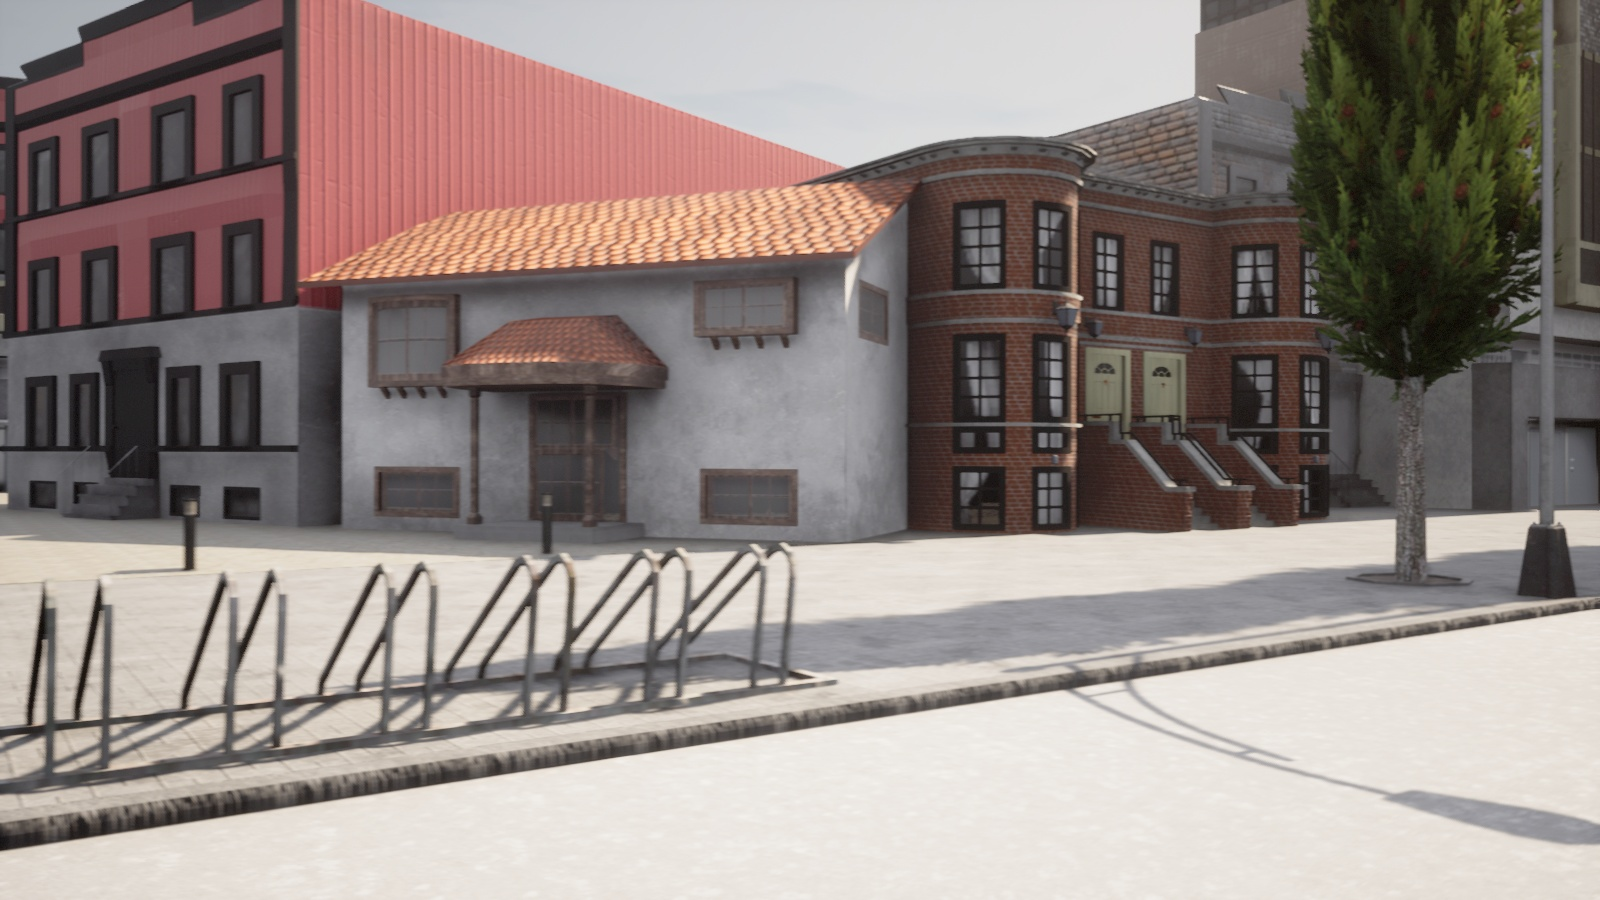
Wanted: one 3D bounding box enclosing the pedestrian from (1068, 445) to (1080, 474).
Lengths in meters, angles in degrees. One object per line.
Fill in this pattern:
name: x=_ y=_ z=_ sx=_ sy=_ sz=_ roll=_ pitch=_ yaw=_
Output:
pedestrian: x=18.015 y=0.613 z=82.610 sx=0.396 sy=1.930 sz=0.692 roll=0 pitch=0 yaw=-36
